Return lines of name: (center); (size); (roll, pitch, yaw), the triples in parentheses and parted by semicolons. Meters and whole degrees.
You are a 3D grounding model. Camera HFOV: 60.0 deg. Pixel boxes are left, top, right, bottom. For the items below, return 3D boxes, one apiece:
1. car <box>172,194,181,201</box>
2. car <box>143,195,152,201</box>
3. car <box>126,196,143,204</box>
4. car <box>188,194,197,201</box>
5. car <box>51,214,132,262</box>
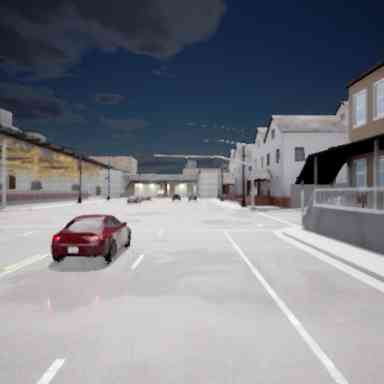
car: (-3.343, 1.201, 71.915); (1.837, 1.490, 4.892); (0, 0, 0)
car: (-10.336, 1.371, 75.051); (1.812, 1.442, 4.674); (0, 0, 0)
car: (-10.408, 1.406, 59.396); (1.812, 1.442, 4.674); (0, 0, 1)
car: (0.157, 1.226, 71.907); (2.128, 1.511, 4.902); (0, 0, 0)
car: (-3.396, 1.502, 11.842); (1.812, 1.442, 4.674); (0, 0, 0)
